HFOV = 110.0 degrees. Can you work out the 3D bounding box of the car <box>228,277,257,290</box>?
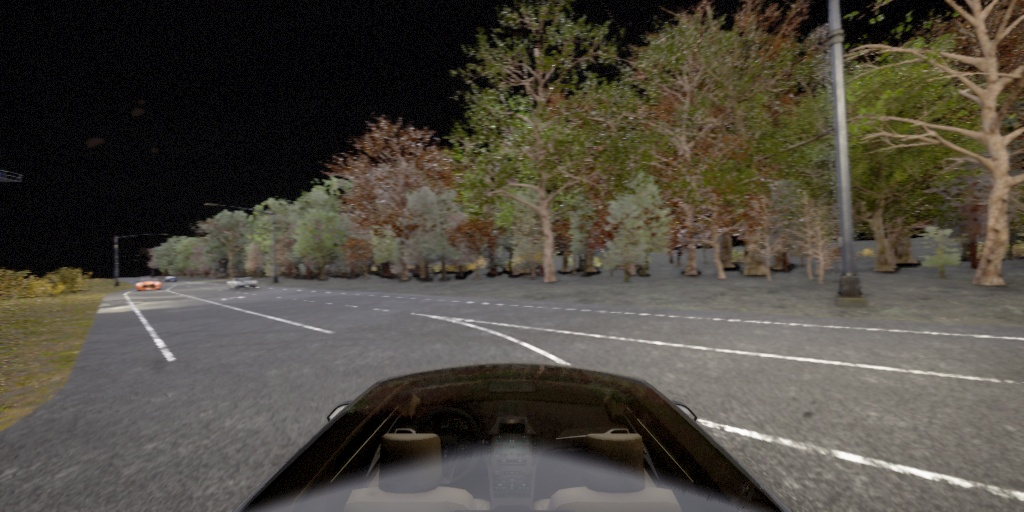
[{"bbox_3d":[-30.324,3.058,40.245,4.718,1.301,1.895,-3,-1,42],"label":"car"}]
